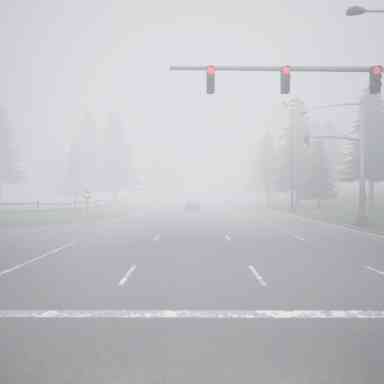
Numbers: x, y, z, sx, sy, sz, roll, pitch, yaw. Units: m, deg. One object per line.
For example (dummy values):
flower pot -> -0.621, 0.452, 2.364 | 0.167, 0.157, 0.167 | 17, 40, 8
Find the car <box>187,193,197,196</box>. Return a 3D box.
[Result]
car -> 0.079, 1.544, 70.778 | 1.994, 1.385, 4.181 | 0, 0, 0

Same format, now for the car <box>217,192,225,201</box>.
car -> 7.090, 1.057, 80.803 | 2.150, 2.045, 5.566 | 0, 0, 0

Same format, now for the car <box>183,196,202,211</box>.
car -> 0.044, 1.525, 39.748 | 1.812, 1.442, 4.674 | 0, 0, 0

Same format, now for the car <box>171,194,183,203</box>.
car -> -3.422, 1.531, 70.365 | 2.033, 1.411, 5.357 | 0, 0, 0

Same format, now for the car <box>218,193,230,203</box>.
car -> 7.079, 1.516, 70.770 | 1.812, 1.442, 4.674 | 0, 0, 0

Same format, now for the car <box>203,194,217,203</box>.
car -> 3.578, 1.516, 70.357 | 2.128, 1.511, 4.902 | 0, 0, 0

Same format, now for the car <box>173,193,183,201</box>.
car -> -3.410, 1.187, 80.755 | 2.097, 1.767, 4.553 | 0, 0, 0

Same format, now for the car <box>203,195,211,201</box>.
car -> 3.590, 1.427, 80.807 | 1.895, 1.301, 4.718 | 0, 0, 0
